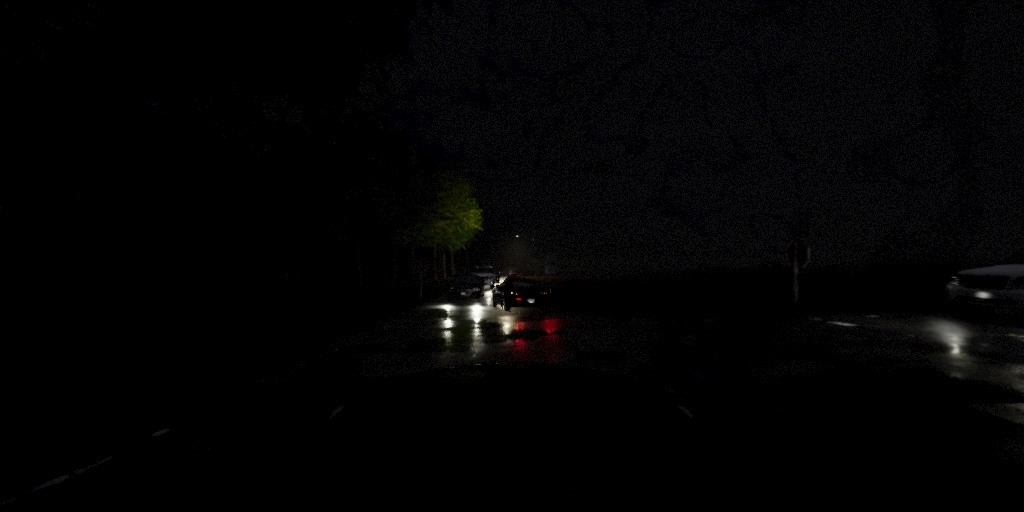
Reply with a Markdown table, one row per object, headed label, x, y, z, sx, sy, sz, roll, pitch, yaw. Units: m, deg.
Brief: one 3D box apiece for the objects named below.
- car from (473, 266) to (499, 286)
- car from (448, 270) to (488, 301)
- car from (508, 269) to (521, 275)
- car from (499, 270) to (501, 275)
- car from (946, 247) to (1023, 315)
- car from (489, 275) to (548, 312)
| label | x | y | z | sx | sy | sz | roll | pitch | yaw |
| --- | --- | --- | --- | --- | --- | --- | --- | --- | --- |
| car | -2.644 | 1.901 | 32.614 | 2.150 | 2.045 | 5.566 | 0 | -2 | 0 |
| car | -2.698 | 1.843 | 21.983 | 1.882 | 1.535 | 5.008 | 1 | -2 | -1 |
| car | 0.326 | 2.867 | 53.325 | 2.033 | 1.411 | 5.357 | 0 | -2 | 0 |
| car | -2.556 | 2.222 | 43.345 | 2.150 | 2.045 | 5.566 | 0 | -2 | 0 |
| car | 14.892 | 0.543 | 9.216 | 5.566 | 2.045 | 2.150 | -2 | -1 | 1 |
| car | 0.296 | 1.728 | 16.564 | 1.812 | 1.442 | 4.674 | 1 | -3 | -12 |
